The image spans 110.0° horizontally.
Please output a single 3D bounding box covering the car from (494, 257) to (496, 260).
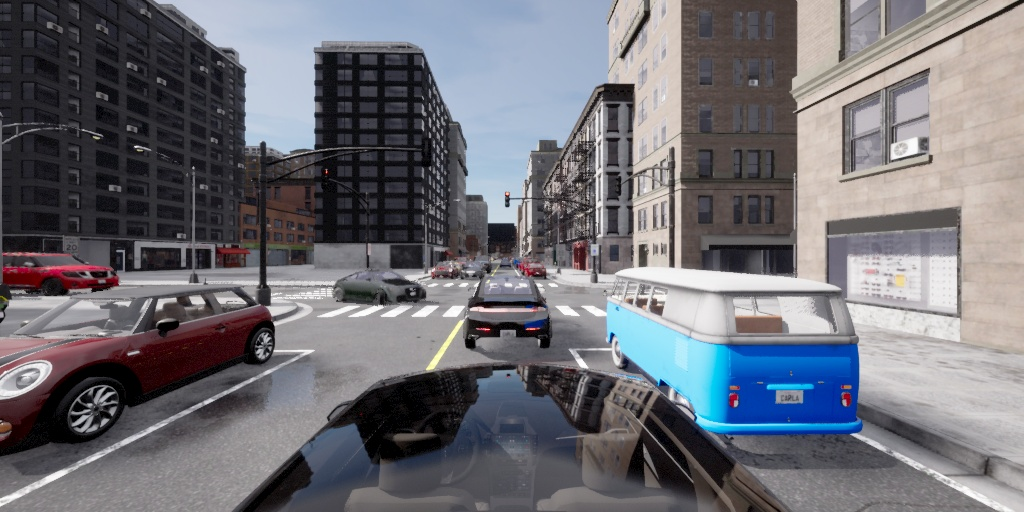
[{"bbox_3d":[-3.776,1.296,52.170,2.033,1.411,5.357,0,0,-1],"label":"car"}]

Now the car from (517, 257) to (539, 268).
[{"bbox_3d":[1.979,1.065,37.516,2.192,1.841,5.009,0,0,-1],"label":"car"}]

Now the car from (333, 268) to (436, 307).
[{"bbox_3d":[-5.609,1.297,15.193,4.181,1.385,1.994,0,0,31],"label":"car"}]

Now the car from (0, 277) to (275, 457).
[{"bbox_3d":[-5.439,1.190,5.082,1.967,1.591,4.097,0,0,-1],"label":"car"}]

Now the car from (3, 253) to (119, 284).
[{"bbox_3d":[-22.282,0.860,17.013,5.566,2.045,2.150,0,0,-1],"label":"car"}]

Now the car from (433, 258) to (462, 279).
[{"bbox_3d":[-5.943,1.190,31.957,1.967,1.591,4.097,0,0,-1],"label":"car"}]

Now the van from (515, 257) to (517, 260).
[{"bbox_3d":[1.674,1.089,53.743,1.690,1.789,3.998,0,0,-1],"label":"van"}]

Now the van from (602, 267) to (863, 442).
[{"bbox_3d":[2.585,1.091,5.233,1.690,1.789,3.998,0,0,-1],"label":"van"}]

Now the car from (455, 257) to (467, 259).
[{"bbox_3d":[-6.146,1.065,42.774,2.192,1.841,5.009,0,0,-1],"label":"car"}]

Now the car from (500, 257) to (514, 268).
[{"bbox_3d":[-1.124,1.309,62.268,1.994,1.385,4.181,0,0,-1],"label":"car"}]

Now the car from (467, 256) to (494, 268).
[{"bbox_3d":[-3.581,0.972,41.768,2.150,2.045,5.566,0,0,0],"label":"car"}]

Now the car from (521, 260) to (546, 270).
[{"bbox_3d":[2.081,1.295,32.108,1.888,1.381,4.507,0,0,-1],"label":"car"}]

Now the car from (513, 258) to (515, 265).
[{"bbox_3d":[1.573,1.312,59.151,1.948,1.339,4.313,0,0,-1],"label":"car"}]

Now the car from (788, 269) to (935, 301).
[{"bbox_3d":[17.141,1.396,17.779,5.357,1.411,2.033,0,0,-1],"label":"car"}]

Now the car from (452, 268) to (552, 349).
[{"bbox_3d":[-0.125,1.242,9.167,2.128,1.511,4.902,0,0,-1],"label":"car"}]

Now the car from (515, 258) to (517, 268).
[{"bbox_3d":[1.776,1.294,48.334,1.888,1.381,4.507,0,0,-1],"label":"car"}]

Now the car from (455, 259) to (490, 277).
[{"bbox_3d":[-3.392,1.242,31.606,2.128,1.511,4.902,0,0,-1],"label":"car"}]
